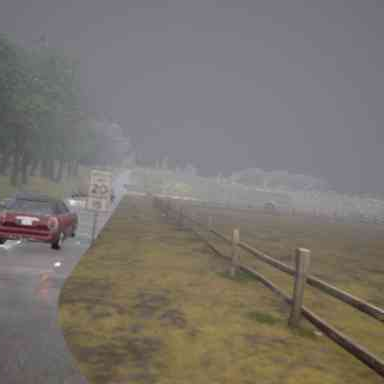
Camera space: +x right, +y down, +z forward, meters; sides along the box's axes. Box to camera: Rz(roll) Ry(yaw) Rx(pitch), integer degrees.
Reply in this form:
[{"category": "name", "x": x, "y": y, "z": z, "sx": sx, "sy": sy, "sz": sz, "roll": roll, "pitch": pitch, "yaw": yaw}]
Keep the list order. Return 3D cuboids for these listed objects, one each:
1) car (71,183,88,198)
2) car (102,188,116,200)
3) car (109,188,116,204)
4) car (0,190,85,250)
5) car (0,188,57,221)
[{"category": "car", "x": -14.203, "y": -0.120, "z": 43.472, "sx": 2.150, "sy": 2.045, "sz": 5.566, "roll": 8, "pitch": 0, "yaw": -10}, {"category": "car", "x": -13.208, "y": 0.242, "z": 53.148, "sx": 1.812, "sy": 1.442, "sz": 4.674, "roll": 8, "pitch": 1, "yaw": -11}, {"category": "car", "x": -11.189, "y": 0.285, "z": 42.604, "sx": 2.150, "sy": 2.045, "sz": 5.566, "roll": 8, "pitch": 0, "yaw": -10}, {"category": "car", "x": -5.772, "y": 0.978, "z": 12.934, "sx": 2.097, "sy": 1.767, "sz": 4.553, "roll": 8, "pitch": -1, "yaw": -11}, {"category": "car", "x": -10.043, "y": 0.651, "z": 20.356, "sx": 2.128, "sy": 1.511, "sz": 4.902, "roll": 8, "pitch": -1, "yaw": -11}]
